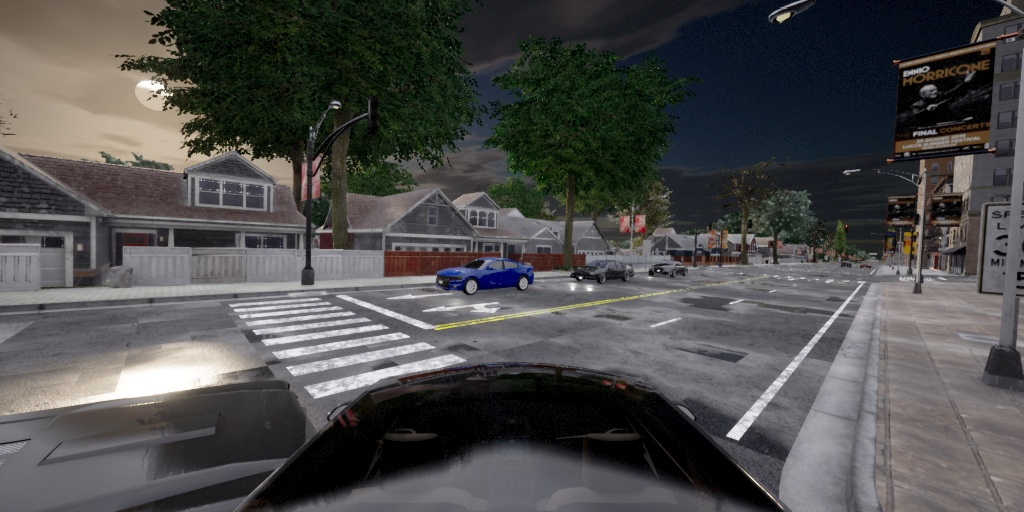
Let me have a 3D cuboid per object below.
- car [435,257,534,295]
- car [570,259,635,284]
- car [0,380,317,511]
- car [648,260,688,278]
[{"bbox_3d":[-1.119,0.816,16.464,5.008,1.535,1.882,0,2,-44],"label":"car"},{"bbox_3d":[6.046,0.941,23.386,5.357,1.411,2.033,0,2,-44],"label":"car"},{"bbox_3d":[-3.309,1.290,1.278,4.718,1.301,1.895,1,2,-34],"label":"car"},{"bbox_3d":[13.241,1.017,30.309,4.181,1.385,1.994,0,2,-44],"label":"car"}]
